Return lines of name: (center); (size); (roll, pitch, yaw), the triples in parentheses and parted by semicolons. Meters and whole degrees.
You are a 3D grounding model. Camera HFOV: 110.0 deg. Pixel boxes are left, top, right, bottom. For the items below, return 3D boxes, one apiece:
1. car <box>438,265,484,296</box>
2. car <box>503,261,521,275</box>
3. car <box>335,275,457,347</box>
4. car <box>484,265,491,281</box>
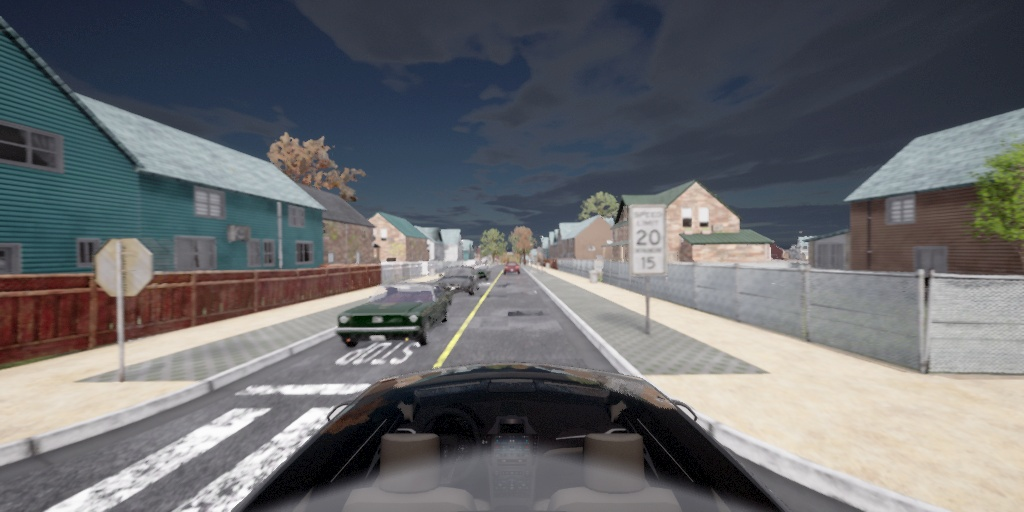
car: (-2.856, 1.306, 19.869); (1.837, 1.490, 4.892); (-1, 0, 0)
car: (-0.003, 1.369, 41.125); (1.812, 1.442, 4.674); (-1, 0, 0)
car: (-2.829, 1.396, 9.632); (1.895, 1.301, 4.718); (-1, 0, -1)
car: (-2.847, 1.431, 30.794); (1.895, 1.301, 4.718); (-1, 0, 0)
